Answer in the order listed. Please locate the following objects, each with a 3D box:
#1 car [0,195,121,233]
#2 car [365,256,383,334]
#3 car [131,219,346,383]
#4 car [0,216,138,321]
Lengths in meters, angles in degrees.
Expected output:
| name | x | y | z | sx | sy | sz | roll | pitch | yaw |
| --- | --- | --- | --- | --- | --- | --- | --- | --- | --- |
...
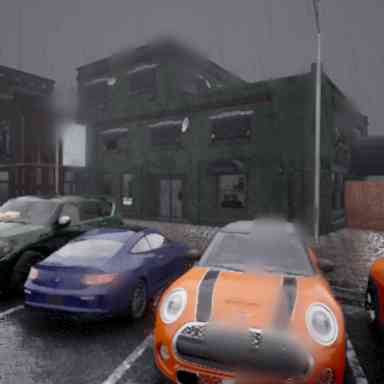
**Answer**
| name | x | y | z | sx | sy | sz | roll | pitch | yaw |
| --- | --- | --- | --- | --- | --- | --- | --- | --- | --- |
| car | -3.817 | 1.107 | 8.841 | 2.435 | 2.045 | 5.566 | 2 | 0 | 16 |
| car | 3.496 | 1.376 | 3.641 | 2.185 | 1.767 | 4.553 | 1 | 0 | 16 |
| car | 1.058 | 1.328 | 5.391 | 2.185 | 1.767 | 4.553 | 1 | 0 | 16 |
| car | -1.399 | 1.445 | 7.111 | 2.002 | 1.452 | 4.674 | 1 | 0 | 16 |
